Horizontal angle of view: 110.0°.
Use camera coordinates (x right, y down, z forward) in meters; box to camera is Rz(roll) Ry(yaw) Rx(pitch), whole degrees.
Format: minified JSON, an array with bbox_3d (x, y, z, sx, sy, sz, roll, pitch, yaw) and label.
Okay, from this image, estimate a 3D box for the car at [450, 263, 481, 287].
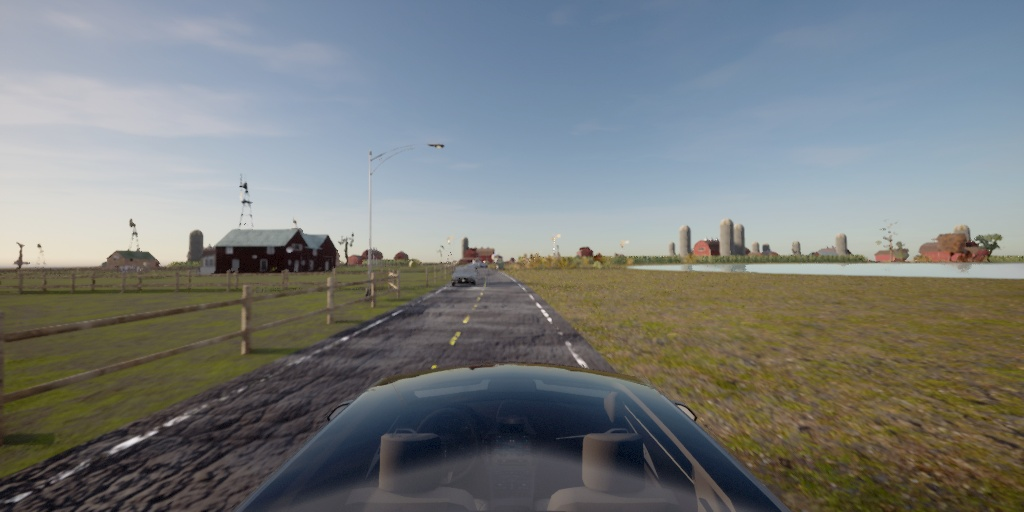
[{"bbox_3d":[-3.640,1.554,28.184,1.837,1.490,4.892,0,-1,-3],"label":"car"}]
